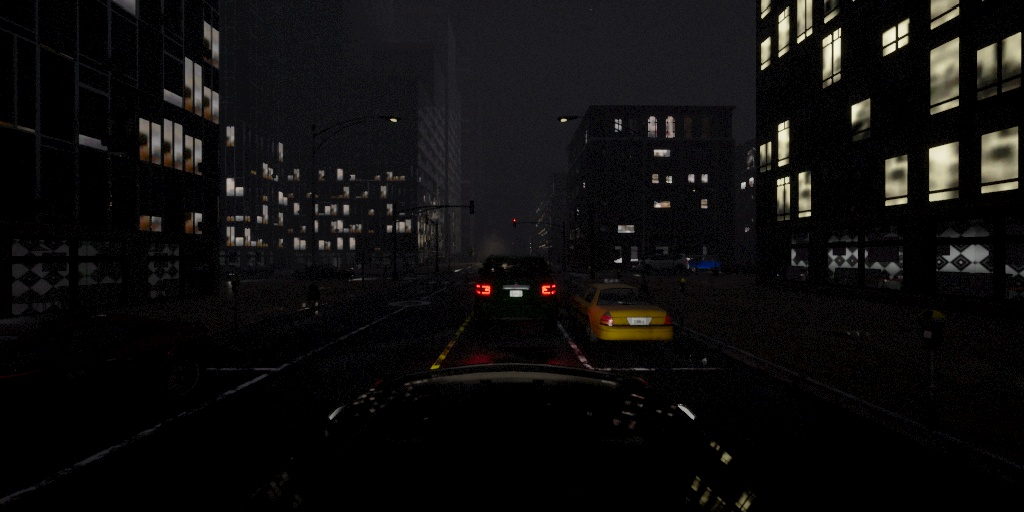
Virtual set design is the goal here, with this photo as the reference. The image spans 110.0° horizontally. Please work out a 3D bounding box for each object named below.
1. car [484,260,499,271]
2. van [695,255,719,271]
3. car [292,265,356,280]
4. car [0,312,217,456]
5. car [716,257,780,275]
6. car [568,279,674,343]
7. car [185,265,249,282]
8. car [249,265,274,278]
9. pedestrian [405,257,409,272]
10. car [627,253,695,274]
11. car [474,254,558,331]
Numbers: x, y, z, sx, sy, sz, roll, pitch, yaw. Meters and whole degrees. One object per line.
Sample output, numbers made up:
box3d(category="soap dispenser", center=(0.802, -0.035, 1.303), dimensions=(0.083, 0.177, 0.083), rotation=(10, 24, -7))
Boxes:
box3d(category="car", center=(-2.909, 1.300, 51.634), dimensions=(2.033, 1.411, 5.357), rotation=(0, 0, -2))
box3d(category="van", center=(20.945, 0.800, 39.800), dimensions=(3.998, 1.789, 1.690), rotation=(0, 0, -1))
box3d(category="car", center=(-17.719, 1.515, 33.907), dimensions=(5.357, 1.411, 2.033), rotation=(-1, 0, -1))
box3d(category="car", center=(-5.317, 1.332, 3.783), dimensions=(1.802, 1.307, 4.207), rotation=(0, 0, 0))
box3d(category="car", center=(21.060, 1.019, 31.921), dimensions=(4.507, 1.381, 1.888), rotation=(0, 0, -1))
box3d(category="car", center=(2.558, 1.275, 9.519), dimensions=(1.751, 1.417, 4.829), rotation=(0, 0, 0))
box3d(category="car", center=(-28.148, 1.610, 33.765), dimensions=(4.892, 1.490, 1.837), rotation=(0, 0, -1))
box3d(category="car", center=(-28.436, 1.648, 39.143), dimensions=(4.403, 1.370, 2.007), rotation=(0, 0, -1))
box3d(category="pedestrian", center=(-12.387, 1.020, 42.342), dimensions=(0.375, 1.860, 0.375), rotation=(0, 1, -1))
box3d(category="car", center=(15.401, 0.755, 37.271), dimensions=(5.566, 2.045, 2.150), rotation=(-1, 0, -1))
box3d(category="car", center=(0.090, 0.971, 11.072), dimensions=(2.150, 2.045, 5.566), rotation=(0, 0, 0))
